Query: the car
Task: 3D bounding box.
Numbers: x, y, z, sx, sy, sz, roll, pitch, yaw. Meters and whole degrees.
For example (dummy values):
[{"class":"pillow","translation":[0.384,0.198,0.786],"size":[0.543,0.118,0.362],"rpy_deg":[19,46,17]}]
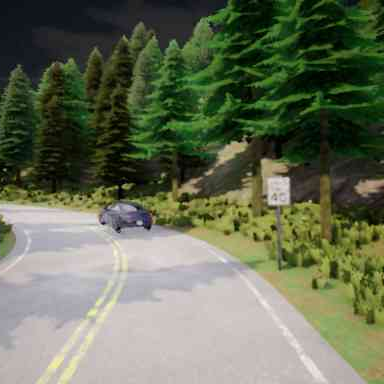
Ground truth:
[{"class":"car","translation":[-3.705,1.252,18.219],"size":[1.812,1.442,4.674],"rpy_deg":[1,2,-30]}]
